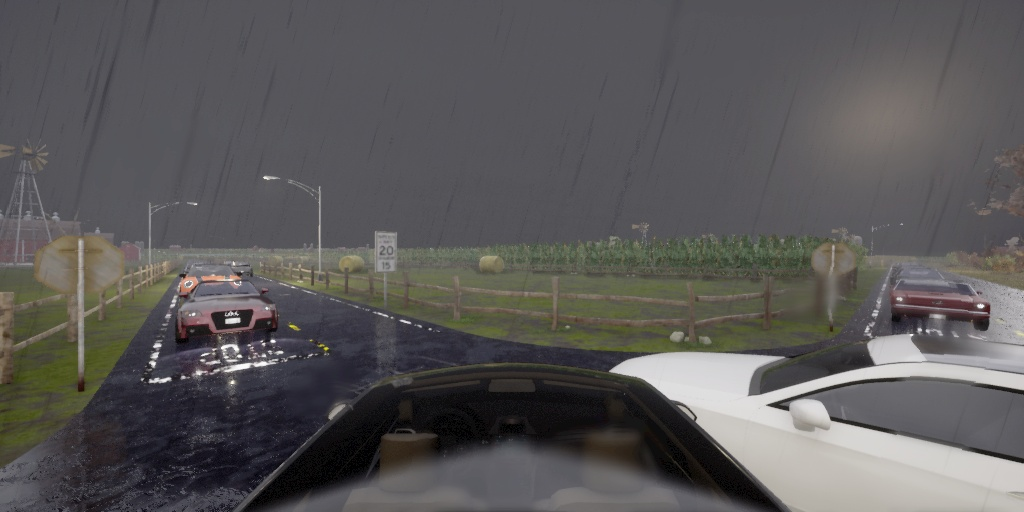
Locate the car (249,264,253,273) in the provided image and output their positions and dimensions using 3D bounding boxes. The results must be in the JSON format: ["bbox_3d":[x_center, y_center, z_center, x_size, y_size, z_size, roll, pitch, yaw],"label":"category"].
[{"bbox_3d":[-27.070,1.284,35.631,2.128,1.511,4.902,0,0,-42],"label":"car"}]

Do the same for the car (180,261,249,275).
[{"bbox_3d":[-13.757,1.141,16.435,2.097,1.767,4.553,0,0,-42],"label":"car"}]

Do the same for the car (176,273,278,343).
[{"bbox_3d":[-7.965,1.355,9.966,1.994,1.385,4.181,0,0,-43],"label":"car"}]

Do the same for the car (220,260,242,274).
[{"bbox_3d":[-33.809,1.306,43.072,1.837,1.490,4.892,0,0,-42],"label":"car"}]

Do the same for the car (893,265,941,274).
[{"bbox_3d":[20.551,1.365,18.075,5.357,1.411,2.033,0,1,-43],"label":"car"}]

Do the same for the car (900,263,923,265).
[{"bbox_3d":[27.290,1.403,24.346,4.181,1.385,1.994,0,1,-43],"label":"car"}]

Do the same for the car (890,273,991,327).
[{"bbox_3d":[13.490,1.399,11.494,4.718,1.301,1.895,0,1,-43],"label":"car"}]

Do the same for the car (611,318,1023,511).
[{"bbox_3d":[2.833,1.294,2.405,1.812,1.442,4.674,0,1,-44],"label":"car"}]
